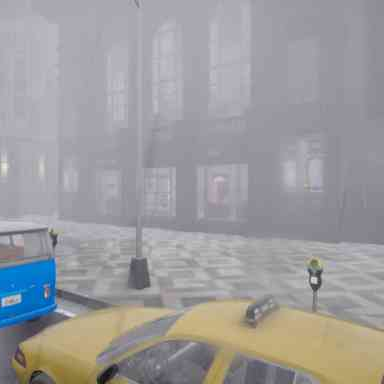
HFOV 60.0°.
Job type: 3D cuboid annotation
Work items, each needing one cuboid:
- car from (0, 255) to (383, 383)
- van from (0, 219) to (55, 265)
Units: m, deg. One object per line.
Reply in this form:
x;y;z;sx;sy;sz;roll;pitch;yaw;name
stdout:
0.320;1.525;2.734;4.829;1.417;1.752;0;0;36;car
-4.123;1.341;5.917;3.998;1.788;1.690;0;0;36;van
